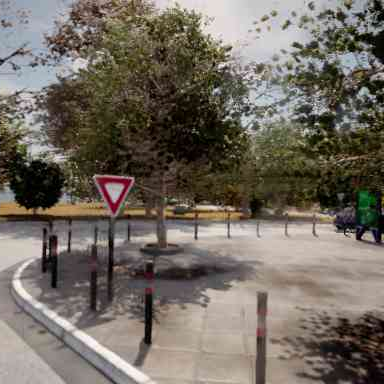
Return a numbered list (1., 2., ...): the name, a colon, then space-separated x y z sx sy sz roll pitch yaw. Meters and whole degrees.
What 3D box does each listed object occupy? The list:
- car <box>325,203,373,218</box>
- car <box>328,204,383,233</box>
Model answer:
1. car: 18.044 2.100 38.505 1.837 1.490 4.892 3 -1 -27
2. car: 11.530 1.661 21.235 4.553 1.767 2.097 1 0 -14
